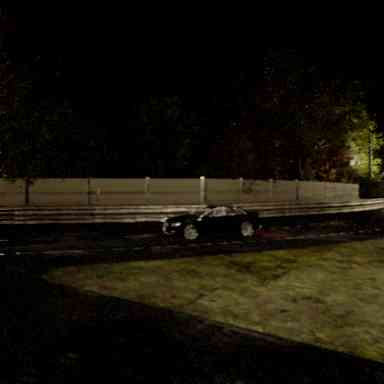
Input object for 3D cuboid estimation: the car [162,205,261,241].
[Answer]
[{"bbox_3d":[0.992,1.401,16.126,4.902,1.511,2.128,0,0,-22],"label":"car"}]
